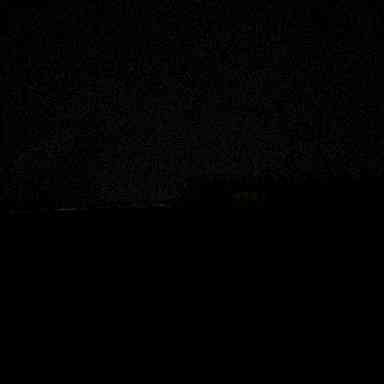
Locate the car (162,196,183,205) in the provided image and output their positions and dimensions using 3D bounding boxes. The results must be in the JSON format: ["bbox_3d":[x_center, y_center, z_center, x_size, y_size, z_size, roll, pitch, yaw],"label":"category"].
[{"bbox_3d":[-2.954,1.413,57.026,1.882,1.535,5.008,-1,-1,36],"label":"car"}]

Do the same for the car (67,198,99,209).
[{"bbox_3d":[-14.811,1.533,45.310,1.994,1.385,4.181,-1,-1,35],"label":"car"}]

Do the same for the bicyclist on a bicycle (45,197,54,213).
[{"bbox_3d":[-14.932,1.357,34.805,1.656,1.620,0.582,0,0,35],"label":"bicyclist on a bicycle"}]

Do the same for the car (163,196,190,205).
[{"bbox_3d":[-2.843,1.556,62.032,2.033,1.411,5.357,-1,-1,35],"label":"car"}]
